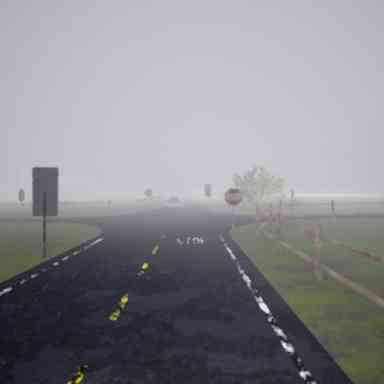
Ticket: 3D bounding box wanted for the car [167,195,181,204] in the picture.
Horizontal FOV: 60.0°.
[{"bbox_3d":[-2.793,1.246,52.859,1.994,1.385,4.181,0,1,-1],"label":"car"}]
